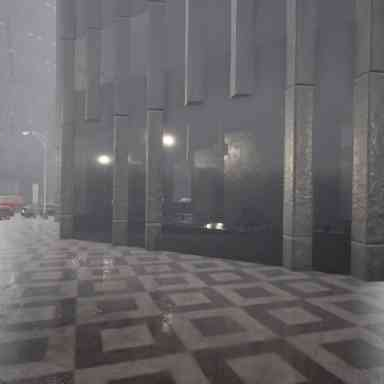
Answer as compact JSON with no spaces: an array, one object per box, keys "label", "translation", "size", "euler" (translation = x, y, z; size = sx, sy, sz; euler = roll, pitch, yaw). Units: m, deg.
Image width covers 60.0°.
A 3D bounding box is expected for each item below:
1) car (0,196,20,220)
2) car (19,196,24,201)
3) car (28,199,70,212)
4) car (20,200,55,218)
[{"label":"car","translation":[-17.090,1.463,26.718],"size":[2.192,1.841,5.009],"euler":[1,0,35]},{"label":"car","translation":[-20.757,1.353,36.267],"size":[2.192,1.841,5.009],"euler":[1,0,35]},{"label":"car","translation":[-17.488,1.634,40.865],"size":[1.947,1.339,4.313],"euler":[1,0,35]},{"label":"car","translation":[-13.821,1.742,31.318],"size":[1.947,1.339,4.313],"euler":[1,0,35]}]
